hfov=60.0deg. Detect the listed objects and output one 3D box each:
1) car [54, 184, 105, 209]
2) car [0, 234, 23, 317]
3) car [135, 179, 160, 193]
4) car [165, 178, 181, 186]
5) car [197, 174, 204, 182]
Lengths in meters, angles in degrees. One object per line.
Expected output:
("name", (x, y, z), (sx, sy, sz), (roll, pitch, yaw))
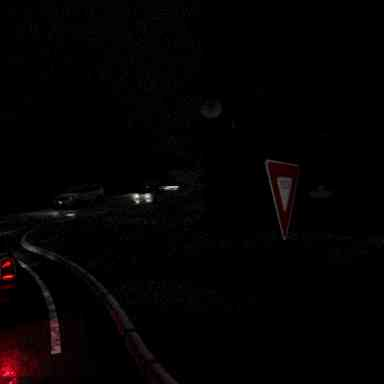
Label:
("car", (-10.757, 0.346, 32.250), (2.150, 2.045, 5.566), (0, 5, 22))
("car", (-4.944, 1.383, 6.936), (2.097, 1.767, 4.553), (0, 0, -34))
("car", (-6.030, -0.869, 45.300), (2.097, 1.767, 4.553), (0, 5, 17))
("car", (-3.143, -1.753, 56.495), (1.994, 1.385, 4.181), (0, 5, 12))
("car", (2.012, -2.981, 68.362), (1.882, 1.535, 5.008), (0, 5, 5))
